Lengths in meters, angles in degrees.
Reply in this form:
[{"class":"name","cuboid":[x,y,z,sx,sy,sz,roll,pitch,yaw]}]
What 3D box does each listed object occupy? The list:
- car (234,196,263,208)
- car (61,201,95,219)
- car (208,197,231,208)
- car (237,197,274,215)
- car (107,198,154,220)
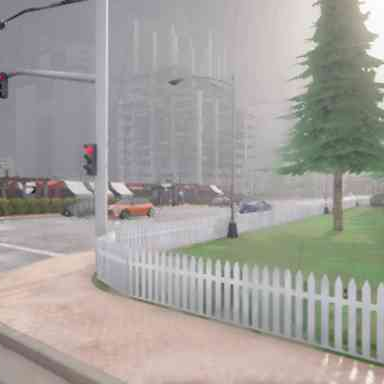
[{"class":"car","cuboid":[7.918,1.398,46.171,2.128,1.511,4.902,0,0,35]},{"class":"car","cuboid":[-8.753,1.457,27.851,1.994,1.385,4.181,0,0,34]},{"class":"car","cuboid":[4.064,1.415,46.741,1.812,1.442,4.674,0,0,34]},{"class":"car","cuboid":[6.024,1.466,30.616,1.812,1.442,4.674,0,0,34]},{"class":"car","cuboid":[-5.125,1.261,26.966,2.097,1.767,4.553,0,0,34]}]
